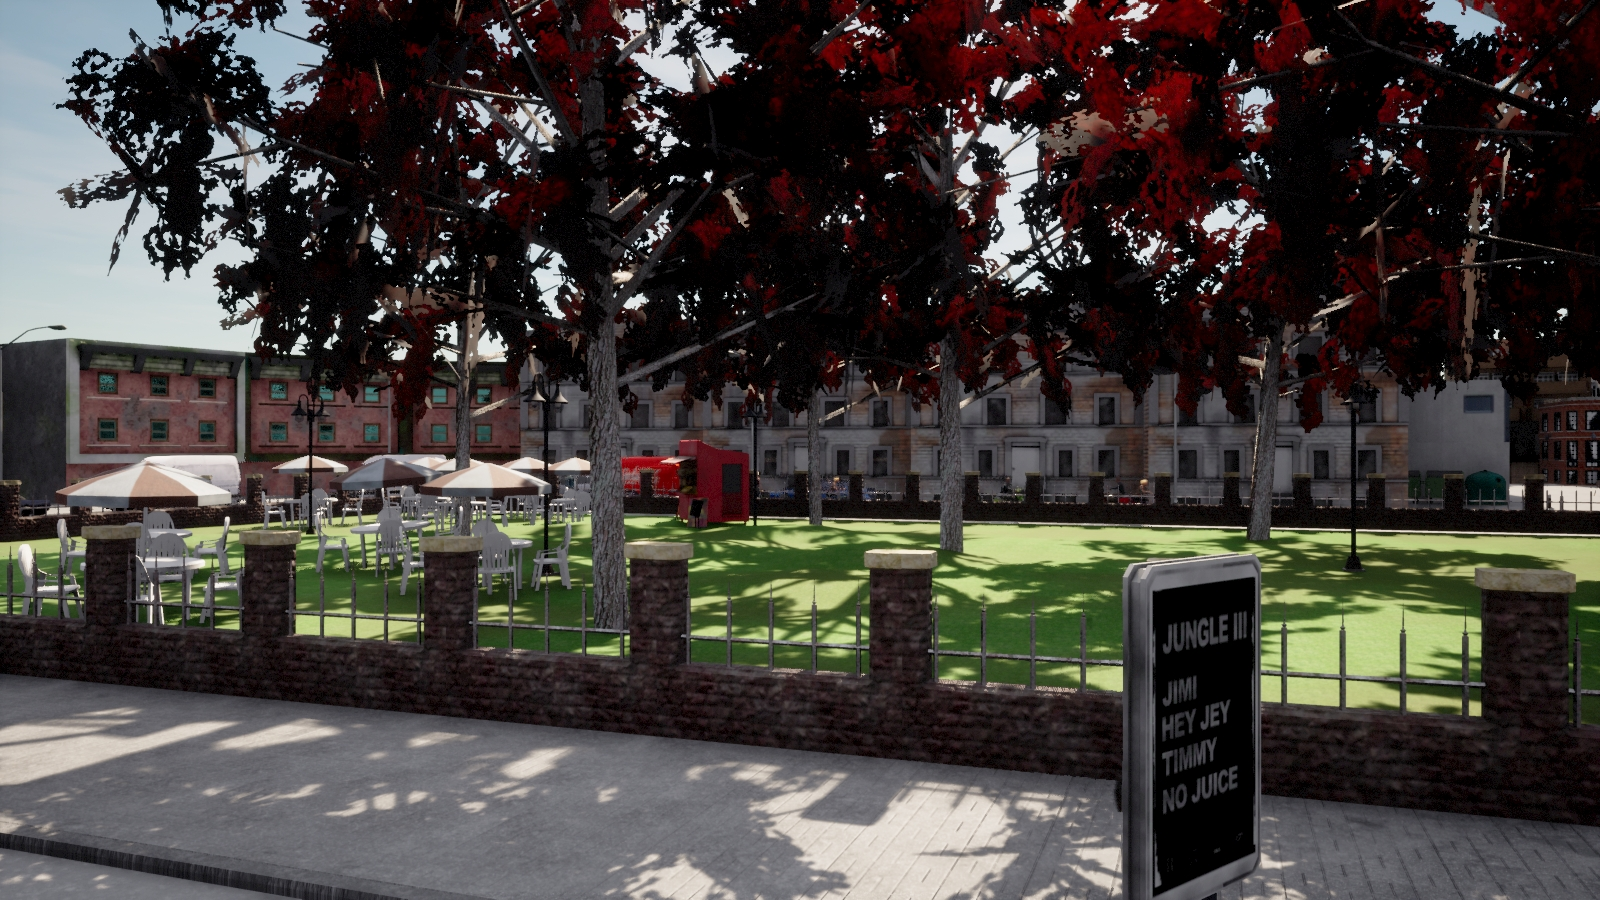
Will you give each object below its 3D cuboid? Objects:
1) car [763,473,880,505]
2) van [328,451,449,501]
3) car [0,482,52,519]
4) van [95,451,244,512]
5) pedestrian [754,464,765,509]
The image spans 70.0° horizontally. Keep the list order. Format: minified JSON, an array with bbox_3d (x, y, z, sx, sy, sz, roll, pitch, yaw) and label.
[{"bbox_3d":[1.074,1.886,55.868,5.357,1.411,2.033,0,0,20],"label":"car"},{"bbox_3d":[-21.729,1.316,60.450,5.915,2.561,1.988,0,0,-20],"label":"van"},{"bbox_3d":[-31.066,1.935,42.988,1.895,1.301,4.718,0,0,20],"label":"car"},{"bbox_3d":[-28.092,1.314,51.165,1.988,2.561,5.915,0,0,22],"label":"van"},{"bbox_3d":[-1.682,1.525,47.554,0.375,1.860,0.375,0,0,20],"label":"pedestrian"}]
